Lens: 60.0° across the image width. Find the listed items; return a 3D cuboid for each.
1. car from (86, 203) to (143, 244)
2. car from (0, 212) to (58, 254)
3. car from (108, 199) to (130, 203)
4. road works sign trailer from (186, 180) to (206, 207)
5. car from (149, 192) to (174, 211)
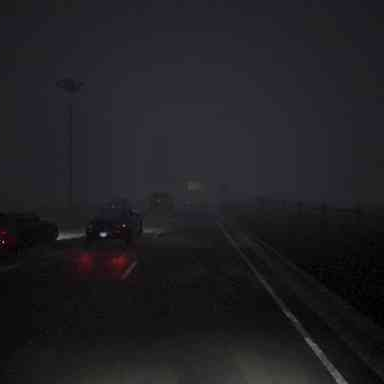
[{"bbox_3d":[-3.410,1.426,15.088,1.812,1.442,4.674,0,0,0],"label":"car"},{"bbox_3d":[-6.898,1.478,13.020,1.994,1.385,4.181,0,0,0],"label":"car"},{"bbox_3d":[-6.886,1.339,31.543,2.033,1.411,5.357,0,0,0],"label":"car"},{"bbox_3d":[0.502,0.167,45.044,2.380,3.560,2.880,0,0,5],"label":"road works sign trailer"},{"bbox_3d":[-3.235,0.981,36.345,2.150,2.045,5.566,0,0,2],"label":"car"}]
